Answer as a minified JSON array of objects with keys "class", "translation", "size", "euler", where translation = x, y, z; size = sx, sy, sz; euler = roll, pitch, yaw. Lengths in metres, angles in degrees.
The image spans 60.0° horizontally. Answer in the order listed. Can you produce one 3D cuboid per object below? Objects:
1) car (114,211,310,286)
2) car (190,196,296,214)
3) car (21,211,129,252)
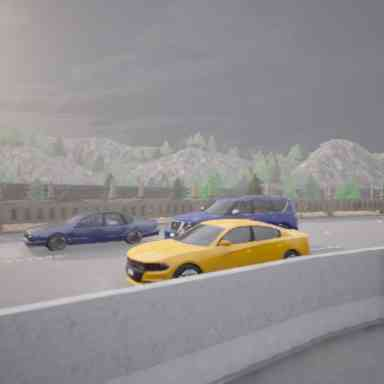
[{"class":"car","translation":[0.819,1.449,8.454],"size":[5.008,1.535,1.882],"euler":[0,0,-31]},{"class":"car","translation":[1.713,1.179,13.117],"size":[5.566,2.045,2.150],"euler":[0,0,-29]},{"class":"car","translation":[-3.988,1.489,13.742],"size":[5.357,1.411,2.033],"euler":[0,0,-32]}]
